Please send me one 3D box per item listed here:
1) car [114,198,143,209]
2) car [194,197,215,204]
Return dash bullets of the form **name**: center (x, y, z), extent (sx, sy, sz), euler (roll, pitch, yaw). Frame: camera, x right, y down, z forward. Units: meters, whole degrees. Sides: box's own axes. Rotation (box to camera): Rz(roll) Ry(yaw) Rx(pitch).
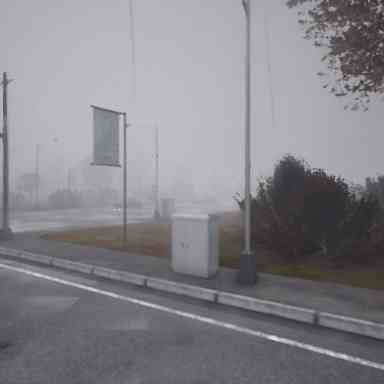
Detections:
- **car**: center (-8.405, 1.552, 44.230), extent (1.994, 1.385, 4.181), euler (0, 0, 32)
- **car**: center (2.342, 1.610, 60.973), extent (1.895, 1.301, 4.718), euler (0, 0, 33)
